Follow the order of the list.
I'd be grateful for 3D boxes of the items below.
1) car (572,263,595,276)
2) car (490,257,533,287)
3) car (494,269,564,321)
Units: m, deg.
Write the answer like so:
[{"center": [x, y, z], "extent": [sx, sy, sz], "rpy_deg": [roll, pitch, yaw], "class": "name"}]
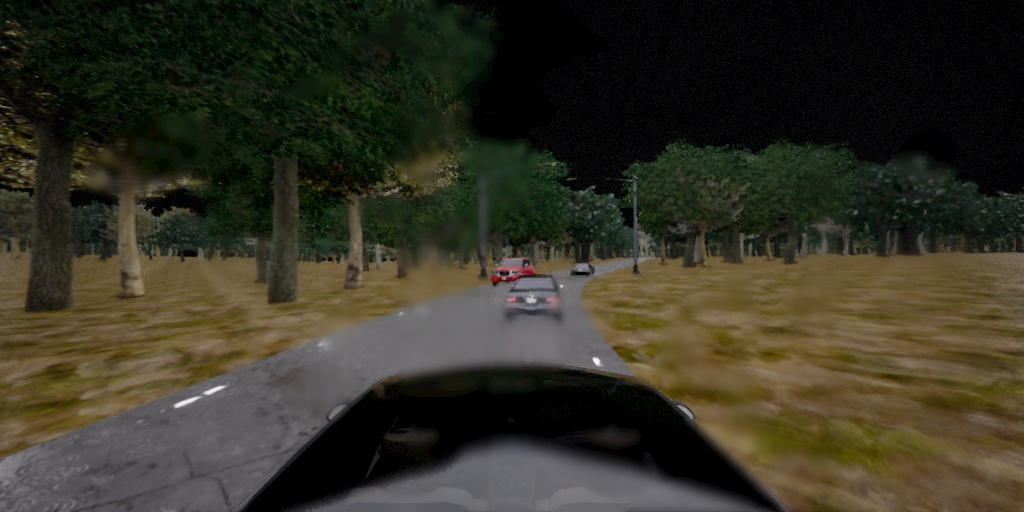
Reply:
[{"center": [7.832, 1.409, 39.146], "extent": [1.994, 1.385, 4.181], "rpy_deg": [-1, 0, 22], "class": "car"}, {"center": [0.149, 1.114, 26.280], "extent": [2.150, 2.045, 5.566], "rpy_deg": [0, 0, 14], "class": "car"}, {"center": [0.883, 1.372, 12.869], "extent": [2.033, 1.411, 5.357], "rpy_deg": [0, 0, 7], "class": "car"}]
